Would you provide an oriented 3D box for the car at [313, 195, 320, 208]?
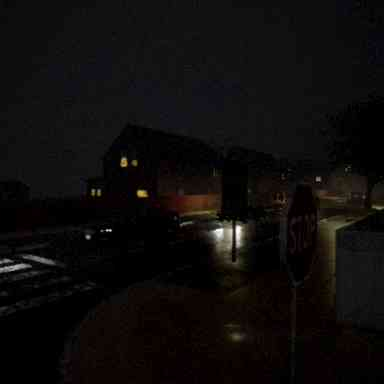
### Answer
[{"bbox_3d":[11.861,0.980,34.575,1.882,1.535,5.008,1,2,36],"label":"car"}]

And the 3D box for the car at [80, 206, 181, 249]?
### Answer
[{"bbox_3d":[-2.455,1.370,14.345,2.128,1.511,4.902,1,2,35],"label":"car"}]

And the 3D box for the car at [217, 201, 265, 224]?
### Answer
[{"bbox_3d":[3.368,1.288,22.603,1.994,1.385,4.181,1,2,34],"label":"car"}]

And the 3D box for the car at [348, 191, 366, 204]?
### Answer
[{"bbox_3d":[22.217,0.702,44.153,2.097,1.767,4.553,1,2,35],"label":"car"}]
